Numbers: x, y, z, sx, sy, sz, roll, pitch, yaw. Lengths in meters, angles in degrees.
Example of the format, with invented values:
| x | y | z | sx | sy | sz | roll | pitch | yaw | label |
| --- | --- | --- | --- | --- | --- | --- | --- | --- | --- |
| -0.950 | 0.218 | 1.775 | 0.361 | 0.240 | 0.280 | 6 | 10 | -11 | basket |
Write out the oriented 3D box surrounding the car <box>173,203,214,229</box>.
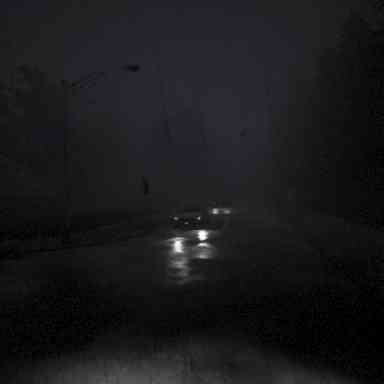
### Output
| x | y | z | sx | sy | sz | roll | pitch | yaw | label |
| --- | --- | --- | --- | --- | --- | --- | --- | --- | --- |
| 0.065 | 1.523 | 21.784 | 1.812 | 1.442 | 4.674 | -2 | 0 | 10 | car |

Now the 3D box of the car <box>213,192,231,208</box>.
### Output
| x | y | z | sx | sy | sz | roll | pitch | yaw | label |
| --- | --- | --- | --- | --- | --- | --- | --- | --- | --- |
| 4.267 | 1.017 | 46.671 | 2.150 | 2.045 | 5.566 | -2 | 0 | 10 | car |
